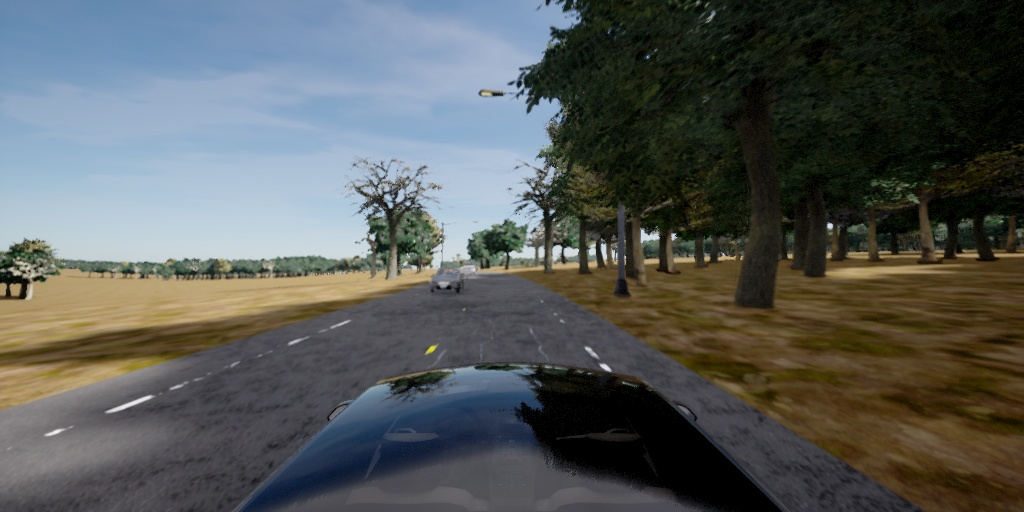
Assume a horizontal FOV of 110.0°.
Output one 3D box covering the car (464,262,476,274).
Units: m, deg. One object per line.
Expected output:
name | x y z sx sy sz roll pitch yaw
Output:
car | -7.616 2.128 64.006 2.150 2.045 5.566 0 -2 -7

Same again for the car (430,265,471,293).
car | -4.148 1.564 23.578 2.128 1.511 4.902 0 -1 -3
